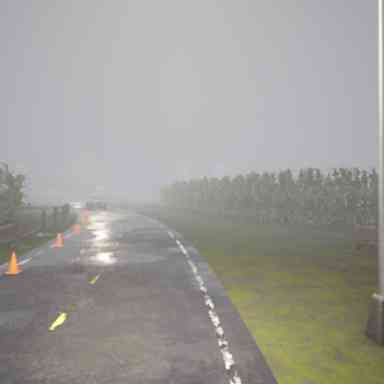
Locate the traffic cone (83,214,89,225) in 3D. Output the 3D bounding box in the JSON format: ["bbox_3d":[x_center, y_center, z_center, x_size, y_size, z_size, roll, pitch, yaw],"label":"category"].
[{"bbox_3d":[-7.728,2.107,23.984,0.340,0.580,0.340,0,0,-14],"label":"traffic cone"}]

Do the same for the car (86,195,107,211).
[{"bbox_3d":[-13.031,1.489,45.238,2.150,2.045,5.566,0,-1,-24],"label":"car"}]

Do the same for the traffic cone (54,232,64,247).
[{"bbox_3d":[-5.769,2.051,14.429,0.340,0.580,0.340,0,0,-9],"label":"traffic cone"}]

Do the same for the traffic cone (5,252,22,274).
[{"bbox_3d":[-5.140,2.023,9.590,0.340,0.580,0.340,0,0,-6],"label":"traffic cone"}]
